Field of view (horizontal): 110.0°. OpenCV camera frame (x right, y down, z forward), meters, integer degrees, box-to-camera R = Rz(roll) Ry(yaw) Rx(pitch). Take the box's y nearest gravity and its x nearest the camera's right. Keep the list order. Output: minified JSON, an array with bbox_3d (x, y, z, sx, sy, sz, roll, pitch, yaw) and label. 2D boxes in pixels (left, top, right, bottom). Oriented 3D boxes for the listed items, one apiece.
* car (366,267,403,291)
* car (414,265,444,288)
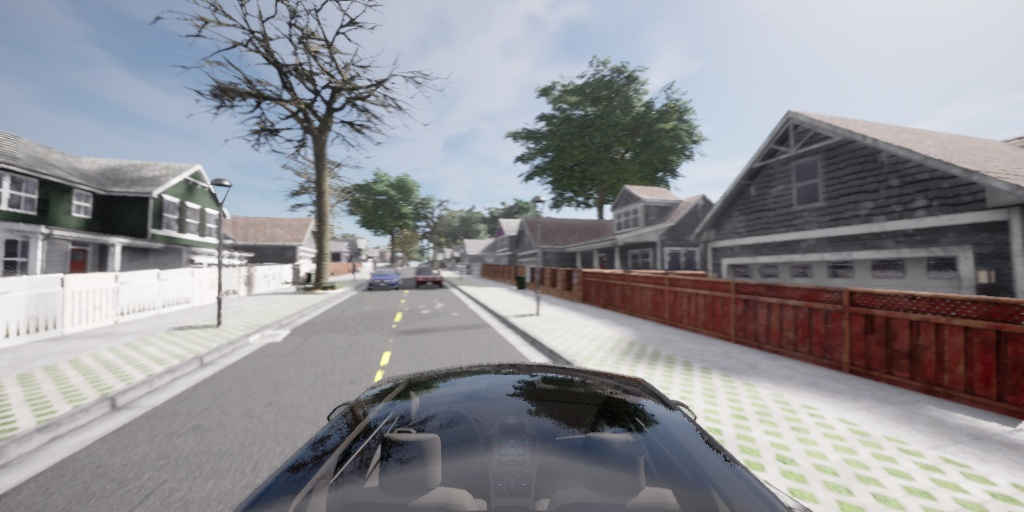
[{"bbox_3d":[-8.320,1.459,23.671,1.812,1.442,4.674,1,-1,-15],"label":"car"},{"bbox_3d":[-6.098,1.582,26.334,1.895,1.301,4.718,1,-1,-15],"label":"car"}]
